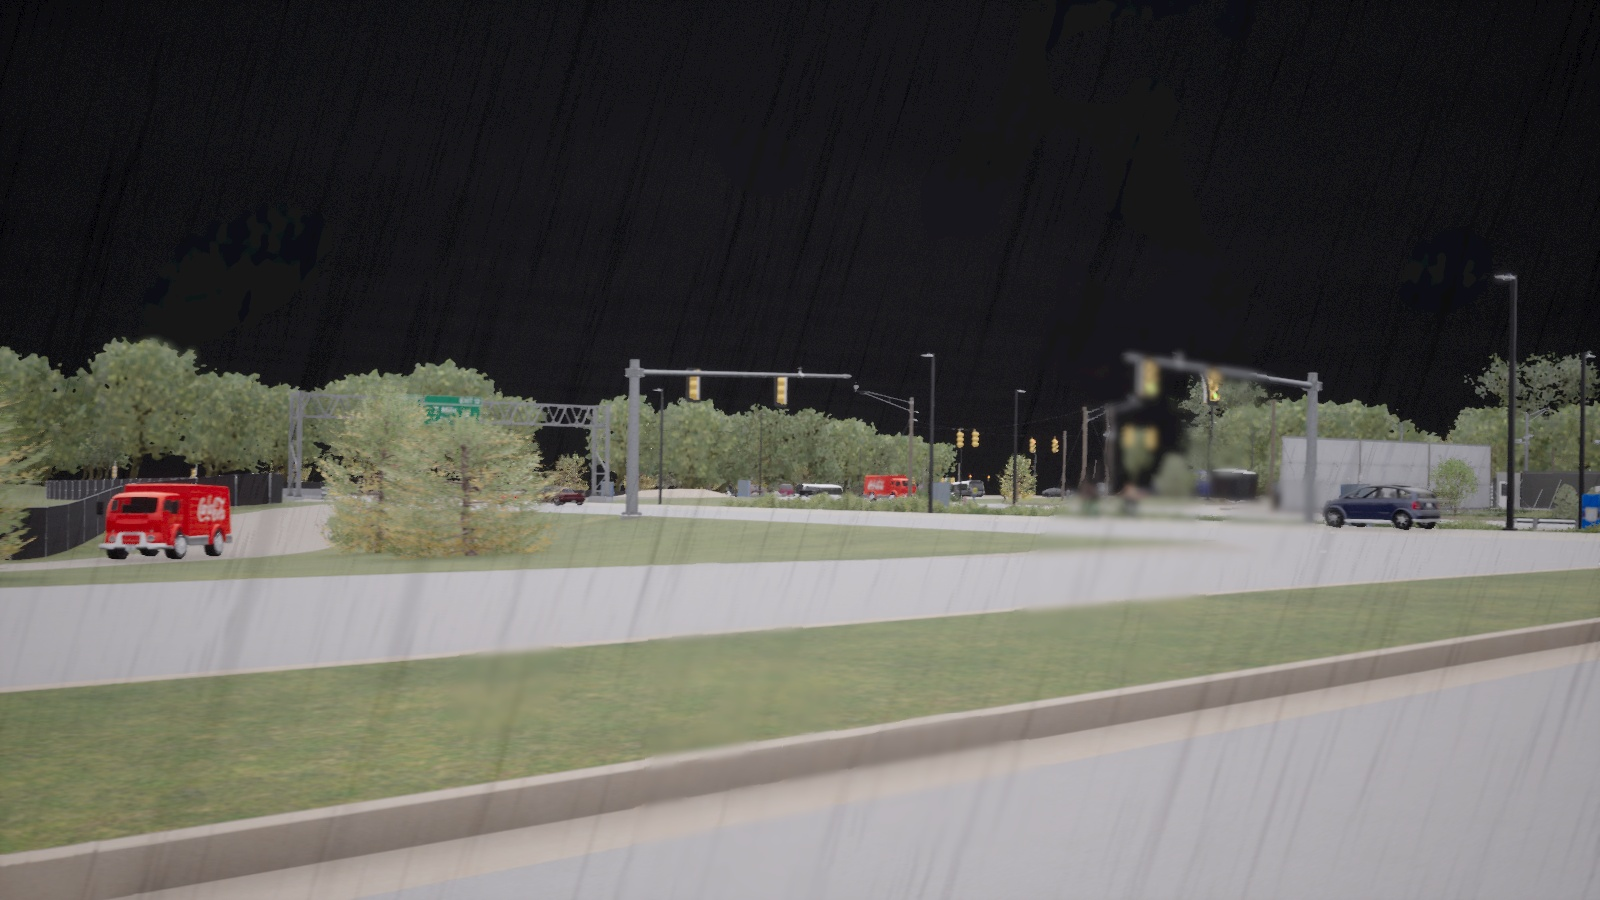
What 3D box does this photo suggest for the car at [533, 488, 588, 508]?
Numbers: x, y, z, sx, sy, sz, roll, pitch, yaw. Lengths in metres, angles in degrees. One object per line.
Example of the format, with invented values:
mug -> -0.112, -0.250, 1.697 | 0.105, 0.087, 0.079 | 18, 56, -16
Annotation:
car -> -16.302, 3.215, 85.295 | 1.895, 1.301, 4.718 | 1, -2, -34

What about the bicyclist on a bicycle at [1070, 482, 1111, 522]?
bicyclist on a bicycle -> 11.733, 2.089, 50.720 | 0.582, 1.620, 1.656 | 1, -2, -34

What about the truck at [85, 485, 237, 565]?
truck -> -21.054, 2.449, 41.691 | 2.627, 2.467, 5.204 | 0, -3, -4

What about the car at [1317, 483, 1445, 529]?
car -> 20.422, 1.933, 44.262 | 1.789, 1.549, 3.705 | 1, -2, -34

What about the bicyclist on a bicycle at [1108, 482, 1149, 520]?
bicyclist on a bicycle -> 14.004, 2.157, 53.576 | 0.866, 1.612, 1.509 | 1, -2, -34
